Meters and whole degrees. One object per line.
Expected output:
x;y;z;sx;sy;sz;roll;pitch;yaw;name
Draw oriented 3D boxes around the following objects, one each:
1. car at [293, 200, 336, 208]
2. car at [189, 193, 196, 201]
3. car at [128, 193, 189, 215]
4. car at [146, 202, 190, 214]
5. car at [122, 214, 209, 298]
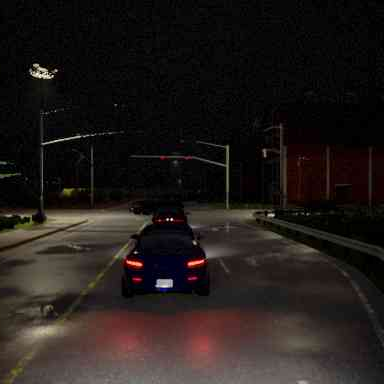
13.285;1.552;36.124;4.674;1.442;1.812;0;0;-2;car
-0.626;1.146;81.635;3.866;1.878;1.905;-3;4;44;car
-3.421;1.238;32.561;5.566;2.045;2.150;0;-1;-39;car
-1.167;1.505;17.704;1.837;1.490;4.892;0;0;-3;car
-0.620;1.526;8.458;1.812;1.442;4.674;0;0;-3;car
